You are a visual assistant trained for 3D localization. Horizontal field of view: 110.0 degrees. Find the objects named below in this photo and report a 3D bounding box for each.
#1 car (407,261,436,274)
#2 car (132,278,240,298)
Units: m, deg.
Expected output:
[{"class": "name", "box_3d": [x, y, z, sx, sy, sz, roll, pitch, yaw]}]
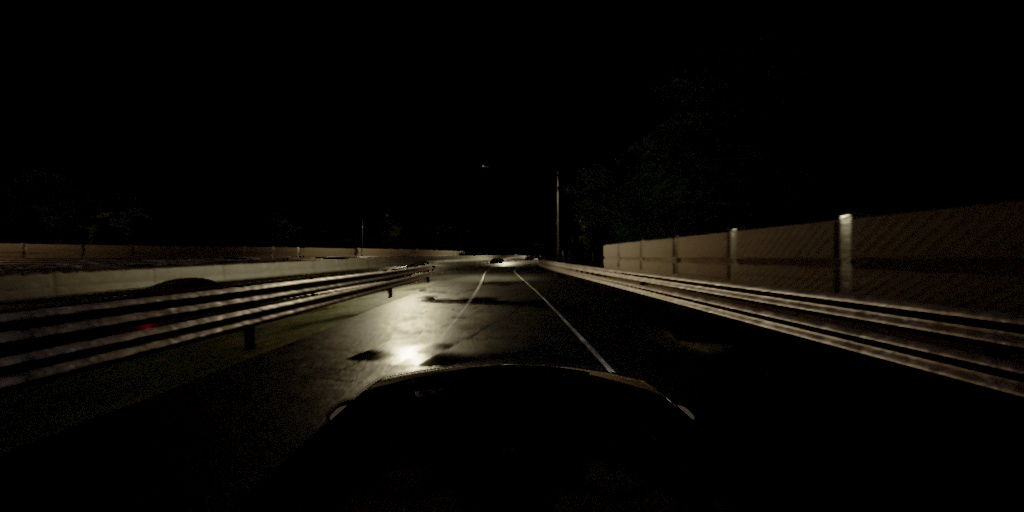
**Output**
[{"class": "car", "box_3d": [-10.384, 1.291, 41.166, 1.812, 1.442, 4.674, 0, 1, 13]}, {"class": "car", "box_3d": [-15.930, 1.818, 18.025, 1.812, 1.442, 4.674, 0, 2, 13]}]
